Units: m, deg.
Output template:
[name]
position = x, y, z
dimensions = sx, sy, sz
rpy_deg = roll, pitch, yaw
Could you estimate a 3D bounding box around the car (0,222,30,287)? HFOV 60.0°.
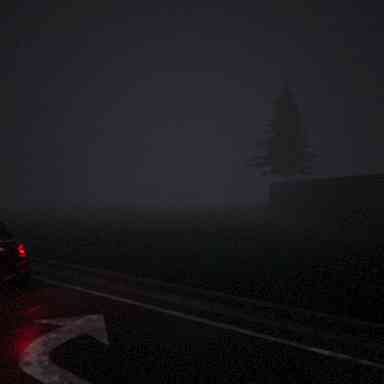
[car]
position = -6.130, 1.437, 8.367
dimensions = 4.553, 1.767, 2.097
rpy_deg = -1, 0, 35
